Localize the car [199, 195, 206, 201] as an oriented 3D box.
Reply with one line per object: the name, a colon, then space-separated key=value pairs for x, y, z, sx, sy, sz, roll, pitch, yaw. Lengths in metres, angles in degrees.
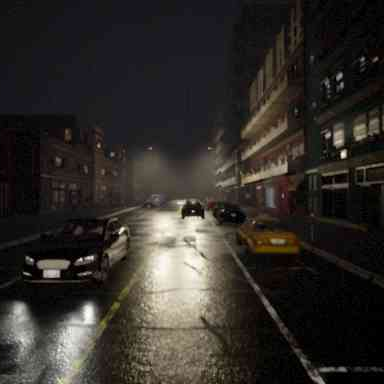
car: x=2.696 y=1.456 z=85.153 sx=1.802 sy=1.307 sz=4.206 roll=1 pitch=0 yaw=0

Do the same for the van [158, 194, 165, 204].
van: x=-5.678 y=1.282 z=51.627 sx=1.690 sy=1.788 sz=3.998 roll=1 pitch=0 yaw=0

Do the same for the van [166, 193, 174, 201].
van: x=-5.679 y=1.215 z=85.108 sx=1.690 sy=1.788 sz=3.998 roll=1 pitch=0 yaw=0

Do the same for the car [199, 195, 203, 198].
car: x=0.095 y=1.513 z=46.106 sx=1.994 sy=1.385 sz=4.181 roll=0 pitch=0 yaw=0

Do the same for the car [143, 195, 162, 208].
car: x=-5.681 y=1.515 z=46.046 sx=1.947 sy=1.339 sz=4.313 roll=1 pitch=0 yaw=0

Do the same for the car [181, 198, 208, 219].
car: x=0.089 y=1.538 z=29.069 sx=1.994 sy=1.385 sz=4.181 roll=0 pitch=0 yaw=0

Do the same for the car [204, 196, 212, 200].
car: x=2.700 y=1.502 z=40.508 sx=1.887 sy=1.381 sz=4.507 roll=1 pitch=0 yaw=0

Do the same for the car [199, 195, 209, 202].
car: x=2.698 y=1.450 z=73.990 sx=2.008 sy=1.369 sz=4.403 roll=1 pitch=0 yaw=0

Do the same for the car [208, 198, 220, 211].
car: x=2.700 y=1.539 z=29.346 sx=1.947 sy=1.339 sz=4.313 roll=1 pitch=0 yaw=0

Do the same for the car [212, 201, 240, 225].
car: x=2.700 y=1.546 z=23.765 sx=1.947 sy=1.339 sz=4.313 roll=1 pitch=0 yaw=0

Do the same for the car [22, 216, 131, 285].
car: x=-3.001 y=1.485 z=9.574 sx=2.128 sy=1.511 sz=4.902 roll=0 pitch=0 yaw=0

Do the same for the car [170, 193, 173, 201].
car: x=-5.683 y=1.444 z=73.948 sx=1.887 sy=1.381 sz=4.507 roll=1 pitch=0 yaw=0

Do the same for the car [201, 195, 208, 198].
car: x=2.699 y=1.491 z=51.670 sx=2.008 sy=1.369 sz=4.403 roll=1 pitch=0 yaw=0

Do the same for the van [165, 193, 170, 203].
van: x=-5.678 y=1.262 z=62.787 sx=1.690 sy=1.788 sz=3.998 roll=1 pitch=0 yaw=0

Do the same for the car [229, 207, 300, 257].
car: x=2.701 y=1.517 z=12.773 sx=1.752 sy=1.417 sz=4.829 roll=1 pitch=0 yaw=0

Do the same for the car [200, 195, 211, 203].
car: x=2.700 y=1.351 z=68.410 sx=1.967 sy=1.590 sz=4.097 roll=1 pitch=0 yaw=0
